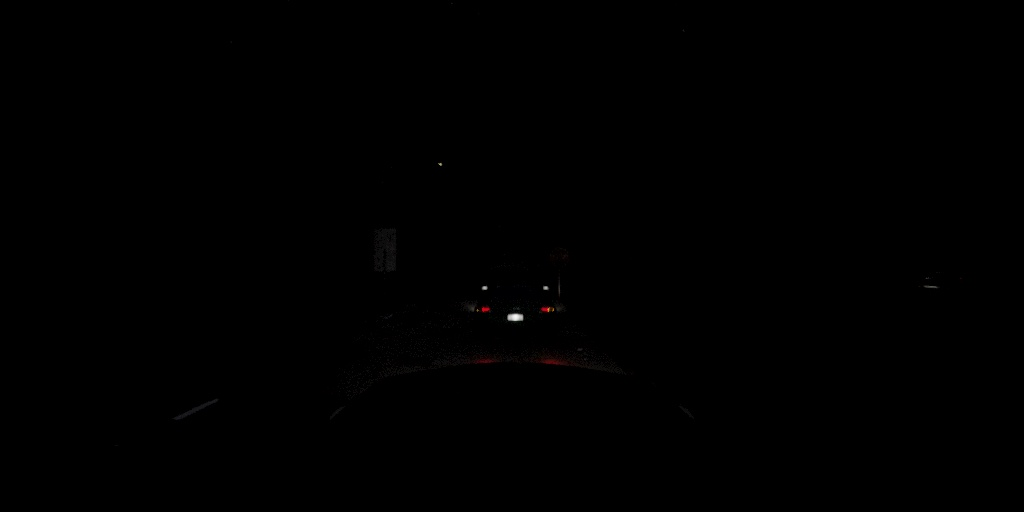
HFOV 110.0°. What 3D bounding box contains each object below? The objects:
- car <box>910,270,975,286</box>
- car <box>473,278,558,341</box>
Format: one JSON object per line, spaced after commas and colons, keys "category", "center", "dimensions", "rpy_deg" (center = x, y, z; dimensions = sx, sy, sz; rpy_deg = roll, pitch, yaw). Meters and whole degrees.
{"category": "car", "center": [39.090, 1.966, 32.525], "dimensions": [4.674, 1.442, 1.812], "rpy_deg": [0, -1, 1]}
{"category": "car", "center": [0.089, 1.297, 9.769], "dimensions": [1.994, 1.385, 4.181], "rpy_deg": [0, 0, 0]}
